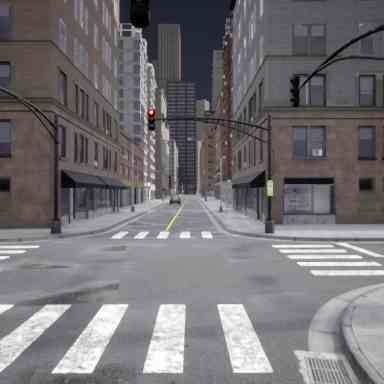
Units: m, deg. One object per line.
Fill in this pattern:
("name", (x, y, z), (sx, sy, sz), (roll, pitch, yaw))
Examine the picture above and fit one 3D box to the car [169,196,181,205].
("car", (-2.979, 1.456, 59.658), (1.882, 1.535, 5.008), (0, 0, 0))
